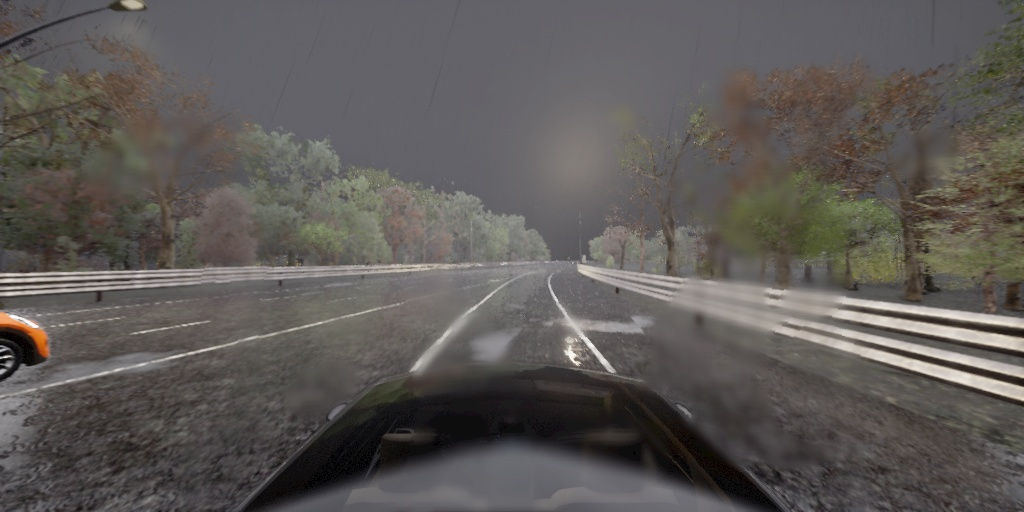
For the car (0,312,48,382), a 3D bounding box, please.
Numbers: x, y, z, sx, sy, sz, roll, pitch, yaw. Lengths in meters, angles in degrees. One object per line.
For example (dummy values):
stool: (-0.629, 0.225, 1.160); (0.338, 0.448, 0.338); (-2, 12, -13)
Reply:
car: (-9.072, 1.064, 4.149); (2.097, 1.767, 4.553); (0, 0, 10)
